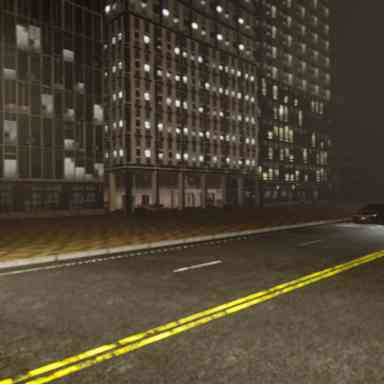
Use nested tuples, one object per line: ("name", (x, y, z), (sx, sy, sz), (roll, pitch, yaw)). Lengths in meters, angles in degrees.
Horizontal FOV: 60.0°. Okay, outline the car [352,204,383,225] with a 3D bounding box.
("car", (14.066, 1.633, 25.612), (4.674, 1.442, 1.812), (0, -1, -42))
